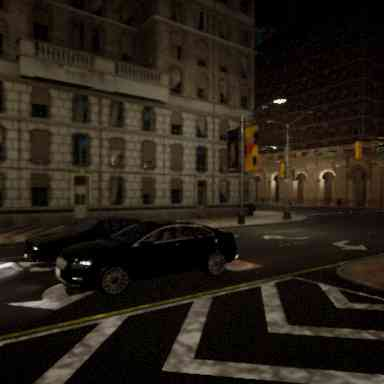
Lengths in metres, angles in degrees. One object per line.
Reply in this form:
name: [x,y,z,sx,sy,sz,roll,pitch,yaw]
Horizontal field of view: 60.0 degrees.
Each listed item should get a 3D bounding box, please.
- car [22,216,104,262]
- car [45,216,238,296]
car: [-2.913,1.576,11.732,5.357,1.411,2.033,0,0,-35]
car: [-0.974,1.517,8.812,4.902,1.511,2.128,0,0,-36]
